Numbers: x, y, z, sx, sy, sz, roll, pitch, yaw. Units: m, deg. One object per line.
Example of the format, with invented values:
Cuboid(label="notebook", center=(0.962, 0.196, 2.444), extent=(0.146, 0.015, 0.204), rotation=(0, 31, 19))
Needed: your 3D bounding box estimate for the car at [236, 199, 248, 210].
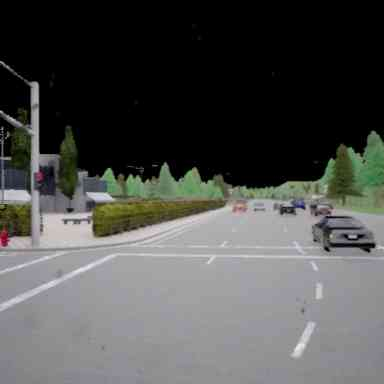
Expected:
Cuboid(label="car", center=(10.143, 2.555, 67.334), extent=(2.150, 2.045, 5.566), rotation=(-1, -1, 11))

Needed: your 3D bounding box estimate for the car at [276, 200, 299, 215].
Cuboid(label="car", center=(12.783, 2.268, 44.718), extent=(1.882, 1.535, 5.008), rotation=(-1, -1, 12))

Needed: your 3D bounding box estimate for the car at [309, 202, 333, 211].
Cuboid(label="car", center=(15.291, 2.161, 39.499), extent=(1.812, 1.442, 4.674), rotation=(-1, -1, 12))

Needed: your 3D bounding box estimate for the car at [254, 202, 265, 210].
Cuboid(label="car", center=(13.634, 2.770, 66.912), extent=(2.128, 1.511, 4.902), rotation=(-1, -1, 11))

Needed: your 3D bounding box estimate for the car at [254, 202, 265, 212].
Cuboid(label="car", center=(11.790, 2.698, 57.835), extent=(1.895, 1.301, 4.718), rotation=(-1, -1, 11))

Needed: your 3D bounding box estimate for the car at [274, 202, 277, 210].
Cuboid(label="car", center=(16.638, 2.697, 63.766), extent=(2.033, 1.411, 5.357), rotation=(-1, -1, 12))

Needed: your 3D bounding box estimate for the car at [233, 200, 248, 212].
Cuboid(label="car", center=(8.335, 2.507, 57.945), extent=(2.097, 1.767, 4.553), rotation=(-1, -1, 12))

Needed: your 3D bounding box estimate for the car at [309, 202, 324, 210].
Cuboid(label="car", center=(23.646, 2.630, 63.463), extent=(1.895, 1.301, 4.718), rotation=(-1, -1, 11))

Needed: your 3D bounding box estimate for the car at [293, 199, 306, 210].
Cuboid(label="car", center=(19.901, 2.288, 62.301), extent=(2.150, 2.045, 5.566), rotation=(-1, -1, 12))

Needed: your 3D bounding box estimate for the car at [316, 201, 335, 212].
Cuboid(label="car", center=(21.851, 2.342, 54.663), extent=(1.882, 1.535, 5.008), rotation=(-1, -1, 11))

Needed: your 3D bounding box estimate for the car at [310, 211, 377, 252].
Cuboid(label="car", center=(6.655, 1.782, 15.078), extent=(2.033, 1.411, 5.357), rotation=(-1, -1, 13))
